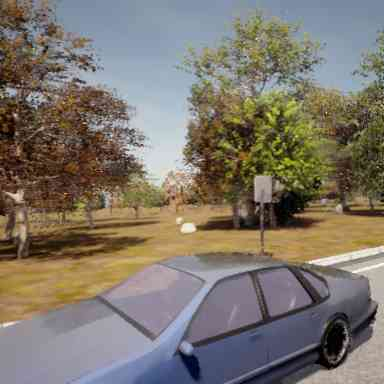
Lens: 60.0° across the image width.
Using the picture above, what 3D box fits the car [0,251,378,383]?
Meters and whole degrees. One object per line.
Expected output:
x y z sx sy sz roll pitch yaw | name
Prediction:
0.235 1.541 4.158 5.357 1.411 2.033 0 0 -36 | car
